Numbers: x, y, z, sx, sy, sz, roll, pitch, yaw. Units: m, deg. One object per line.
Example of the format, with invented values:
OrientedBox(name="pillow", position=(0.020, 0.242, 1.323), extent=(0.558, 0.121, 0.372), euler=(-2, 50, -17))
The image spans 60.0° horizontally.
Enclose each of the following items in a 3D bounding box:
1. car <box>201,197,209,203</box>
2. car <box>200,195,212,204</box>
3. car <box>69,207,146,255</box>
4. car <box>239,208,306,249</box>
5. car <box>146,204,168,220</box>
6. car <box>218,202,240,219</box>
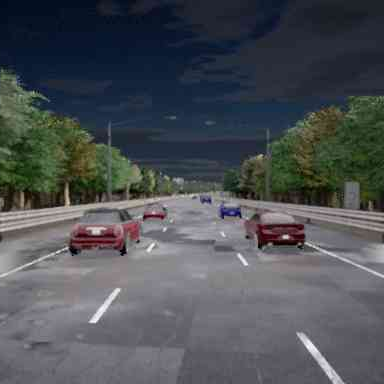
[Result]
OrientedBox(name="car", position=(3.491, 2.165, 89.884), extent=(1.882, 1.535, 5.008), euler=(0, 0, 0))
OrientedBox(name="car", position=(3.492, 1.825, 78.911), extent=(2.150, 2.045, 5.566), euler=(0, 0, 0))
OrientedBox(name="car", position=(-3.401, 1.460, 13.929), extent=(2.097, 1.767, 4.553), euler=(0, 0, 0))
OrientedBox(name="car", position=(3.598, 1.595, 15.235), extent=(1.882, 1.535, 5.008), euler=(0, 0, 0))
OrientedBox(name="car", position=(-3.403, 1.804, 31.347), extent=(1.994, 1.385, 4.181), euler=(0, 0, 0))
OrientedBox(name="car", position=(3.596, 1.725, 32.225), extent=(1.882, 1.535, 5.008), euler=(0, 0, 0))
